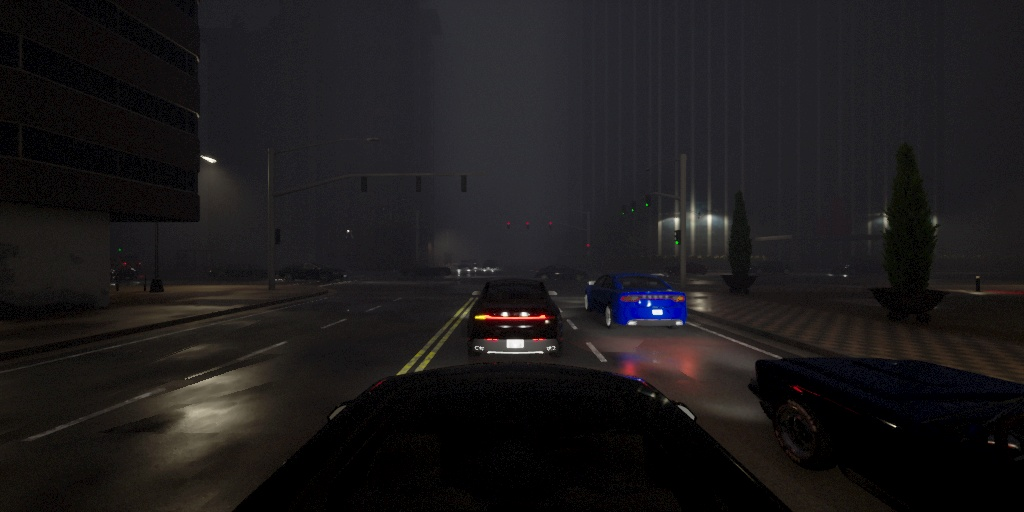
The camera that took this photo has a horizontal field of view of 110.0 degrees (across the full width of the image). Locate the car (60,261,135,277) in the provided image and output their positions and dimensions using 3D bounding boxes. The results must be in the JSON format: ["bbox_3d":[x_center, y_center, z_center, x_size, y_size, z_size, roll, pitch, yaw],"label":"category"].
[{"bbox_3d":[-39.829,1.228,34.504,5.008,1.535,1.882,0,0,-1],"label":"car"}]

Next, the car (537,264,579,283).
[{"bbox_3d":[3.801,1.314,27.753,4.181,1.385,1.994,0,0,-1],"label":"car"}]

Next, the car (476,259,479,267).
[{"bbox_3d":[-7.072,1.255,64.546,1.837,1.490,4.892,0,0,0],"label":"car"}]

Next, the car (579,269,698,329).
[{"bbox_3d":[3.573,1.228,11.244,1.882,1.535,5.008,0,0,0],"label":"car"}]

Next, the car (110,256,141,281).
[{"bbox_3d":[-31.639,1.101,27.403,4.553,1.767,2.097,0,0,0],"label":"car"}]

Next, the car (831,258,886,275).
[{"bbox_3d":[37.385,1.102,38.787,4.553,1.767,2.097,0,0,0],"label":"car"}]

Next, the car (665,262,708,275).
[{"bbox_3d":[18.700,1.314,38.606,4.181,1.385,1.994,0,0,-1],"label":"car"}]

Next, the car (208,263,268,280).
[{"bbox_3d":[-23.012,1.297,30.978,5.357,1.411,2.033,0,0,-1],"label":"car"}]

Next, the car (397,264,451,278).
[{"bbox_3d":[-8.056,1.351,33.159,4.718,1.301,1.895,0,0,-26],"label":"car"}]

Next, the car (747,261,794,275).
[{"bbox_3d":[27.552,1.255,38.697,4.892,1.490,1.837,0,0,-1],"label":"car"}]

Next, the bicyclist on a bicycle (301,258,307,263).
[{"bbox_3d":[-26.427,1.051,45.427,0.582,1.620,1.656,0,0,-1],"label":"bicyclist on a bicycle"}]

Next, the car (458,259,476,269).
[{"bbox_3d":[-7.100,1.275,55.289,1.812,1.442,4.674,0,0,0],"label":"car"}]

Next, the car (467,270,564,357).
[{"bbox_3d":[0.060,1.255,8.555,1.837,1.490,4.892,0,0,0],"label":"car"}]

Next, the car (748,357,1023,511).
[{"bbox_3d":[3.601,1.351,1.899,1.895,1.301,4.718,0,0,0],"label":"car"}]

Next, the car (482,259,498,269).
[{"bbox_3d":[-3.600,1.314,57.160,1.994,1.385,4.181,0,0,0],"label":"car"}]

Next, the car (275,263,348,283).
[{"bbox_3d":[-14.995,1.242,27.209,4.902,1.511,2.128,0,0,6],"label":"car"}]
